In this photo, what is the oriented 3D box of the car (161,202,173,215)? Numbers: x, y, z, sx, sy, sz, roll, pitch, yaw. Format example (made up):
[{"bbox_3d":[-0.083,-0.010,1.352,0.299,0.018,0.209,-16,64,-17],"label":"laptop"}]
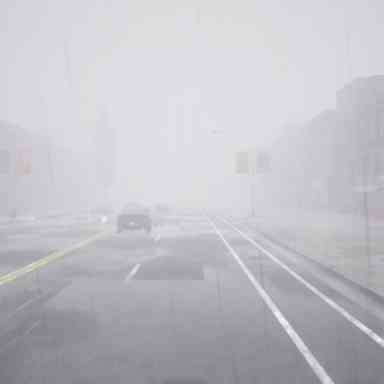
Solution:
[{"bbox_3d":[-3.374,1.851,38.919,1.812,1.442,4.674,0,-1,0],"label":"car"}]

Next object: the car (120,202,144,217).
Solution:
[{"bbox_3d":[-6.715,1.873,37.481,1.837,1.490,4.892,0,-1,0],"label":"car"}]

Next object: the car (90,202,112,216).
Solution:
[{"bbox_3d":[-9.965,1.872,37.462,1.812,1.442,4.674,0,-1,0],"label":"car"}]

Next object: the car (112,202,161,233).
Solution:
[{"bbox_3d":[-3.266,1.570,20.447,1.882,1.535,5.008,0,0,0],"label":"car"}]
